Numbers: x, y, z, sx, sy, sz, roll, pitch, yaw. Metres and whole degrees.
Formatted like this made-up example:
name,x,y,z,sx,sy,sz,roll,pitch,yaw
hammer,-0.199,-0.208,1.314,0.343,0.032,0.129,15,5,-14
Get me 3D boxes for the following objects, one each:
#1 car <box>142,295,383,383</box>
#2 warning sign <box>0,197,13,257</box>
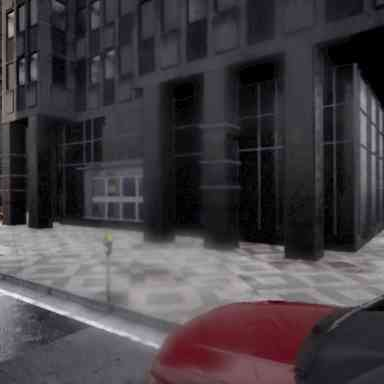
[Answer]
name,x,y,z,sx,sy,sz,roll,pitch,yaw
car,1.930,1.315,1.591,5.009,1.841,2.192,0,0,36
warning sign,-6.597,1.116,10.497,1.060,1.860,1.300,0,0,36
